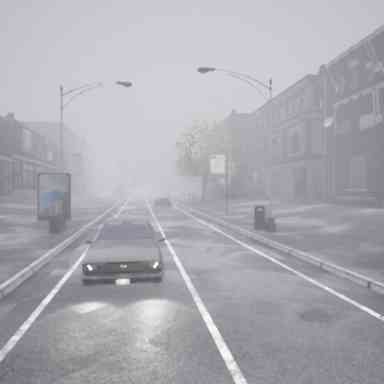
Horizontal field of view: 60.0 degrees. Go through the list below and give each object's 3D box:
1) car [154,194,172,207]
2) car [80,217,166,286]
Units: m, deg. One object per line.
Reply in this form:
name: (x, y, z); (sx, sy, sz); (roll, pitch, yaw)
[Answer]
car: (-3.664, 1.000, 40.868); (1.812, 1.442, 4.674); (0, 1, -9)
car: (-1.851, 1.453, 9.545); (2.033, 1.411, 5.357); (0, 1, -9)
